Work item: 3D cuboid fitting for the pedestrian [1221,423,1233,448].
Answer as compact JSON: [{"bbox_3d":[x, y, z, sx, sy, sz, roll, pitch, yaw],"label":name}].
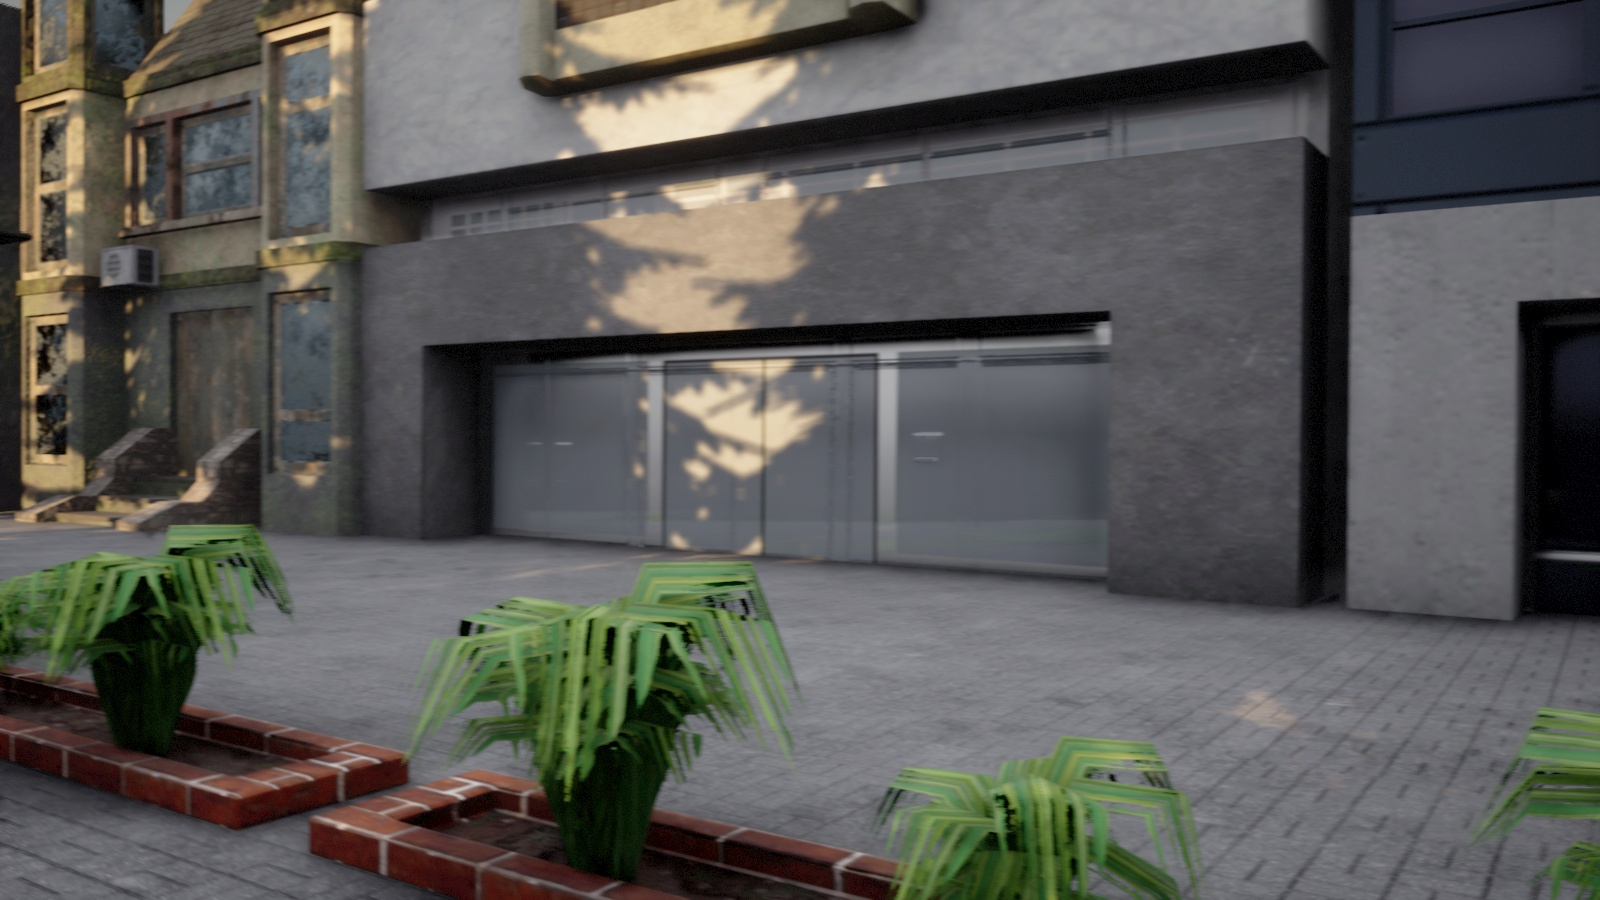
[{"bbox_3d":[31.865,-1.062,93.697,0.726,1.835,0.370,0,1,32],"label":"pedestrian"}]
